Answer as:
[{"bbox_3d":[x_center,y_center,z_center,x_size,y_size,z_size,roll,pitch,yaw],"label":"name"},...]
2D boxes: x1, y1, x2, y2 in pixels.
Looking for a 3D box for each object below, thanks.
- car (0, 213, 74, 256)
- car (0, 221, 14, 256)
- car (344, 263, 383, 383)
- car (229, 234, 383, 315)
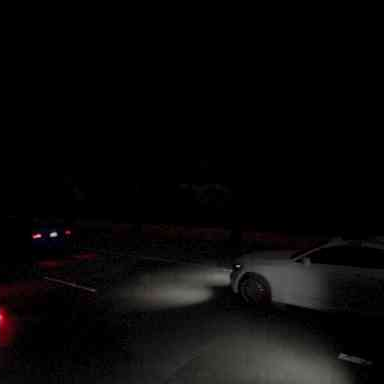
[{"bbox_3d":[-6.956,1.568,13.267,5.357,1.411,2.033,0,0,36],"label":"car"},{"bbox_3d":[-6.972,1.542,8.977,4.674,1.442,1.812,0,0,36],"label":"car"},{"bbox_3d":[3.441,1.522,1.555,4.674,1.442,1.812,0,0,35],"label":"car"},{"bbox_3d":[2.955,1.528,6.194,4.674,1.442,1.812,0,0,35],"label":"car"}]
